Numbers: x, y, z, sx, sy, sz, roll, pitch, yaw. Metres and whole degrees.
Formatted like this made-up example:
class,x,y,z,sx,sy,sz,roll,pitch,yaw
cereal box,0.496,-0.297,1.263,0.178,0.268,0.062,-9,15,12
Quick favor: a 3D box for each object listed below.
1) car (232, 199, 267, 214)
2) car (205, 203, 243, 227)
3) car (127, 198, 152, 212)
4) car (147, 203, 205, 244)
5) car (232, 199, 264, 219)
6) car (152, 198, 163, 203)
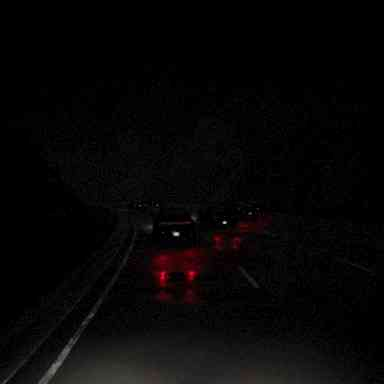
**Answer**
class,x,y,z,sx,sy,sz,roll,pitch,yaw
car,5.928,1.475,35.043,1.812,1.442,4.674,0,0,-15
car,1.596,1.593,22.698,1.895,1.301,4.718,-1,0,-11
car,-6.839,1.639,41.120,2.033,1.411,5.357,-1,0,-19
car,-0.972,1.509,16.049,2.128,1.511,4.902,0,0,-8
car,4.010,1.494,28.121,1.812,1.442,4.674,0,0,-13
car,-5.619,1.586,47.906,1.837,1.490,4.892,1,0,-22
